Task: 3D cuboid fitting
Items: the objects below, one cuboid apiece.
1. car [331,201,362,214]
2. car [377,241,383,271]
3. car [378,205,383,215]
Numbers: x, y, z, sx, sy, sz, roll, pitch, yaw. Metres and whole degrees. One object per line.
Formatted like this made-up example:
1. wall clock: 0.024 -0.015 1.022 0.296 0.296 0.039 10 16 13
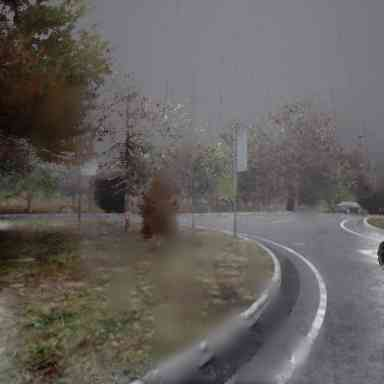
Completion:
1. car: 18.617 1.891 40.025 4.892 1.490 1.837 2 -1 -39
2. car: 5.761 1.556 7.470 2.033 1.411 5.357 0 0 17
3. car: 29.466 2.501 48.844 5.566 2.045 2.150 7 -4 -39
